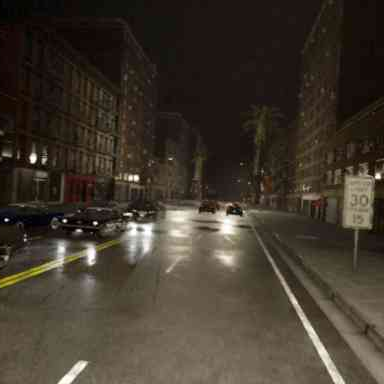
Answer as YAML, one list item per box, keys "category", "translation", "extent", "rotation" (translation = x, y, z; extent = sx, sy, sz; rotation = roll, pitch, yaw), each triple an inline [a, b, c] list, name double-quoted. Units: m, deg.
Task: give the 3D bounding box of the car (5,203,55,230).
- category: "car"
  translation: [-8.107, 1.228, 15.964]
  extent: [1.895, 1.301, 4.718]
  rotation: [4, 0, 7]

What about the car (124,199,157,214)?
- category: "car"
  translation: [-5.415, 1.486, 35.986]
  extent: [2.033, 1.411, 5.357]
  rotation: [4, 0, 8]

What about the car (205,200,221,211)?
- category: "car"
  translation: [3.291, 2.052, 51.362]
  extent: [1.882, 1.535, 5.008]
  rotation: [4, 0, 8]

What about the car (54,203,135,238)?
- category: "car"
  translation: [-4.708, 1.447, 16.910]
  extent: [1.895, 1.301, 4.718]
  rotation: [4, 0, 8]

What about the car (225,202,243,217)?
- category: "car"
  translation: [5.010, 2.172, 39.413]
  extent: [1.994, 1.385, 4.181]
  rotation: [4, 0, 7]

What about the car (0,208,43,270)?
- category: "car"
  translation: [-5.948, 1.240, 7.404]
  extent: [2.033, 1.411, 5.357]
  rotation: [4, 0, 9]

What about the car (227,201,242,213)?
- category: "car"
  translation: [6.326, 2.229, 49.445]
  extent: [1.882, 1.535, 5.008]
  rotation: [4, 0, 8]

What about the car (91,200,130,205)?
- category: "car"
  translation: [-6.832, 1.326, 25.559]
  extent: [2.033, 1.411, 5.357]
  rotation: [4, 0, 8]

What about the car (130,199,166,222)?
- category: "car"
  translation: [-3.355, 1.497, 27.058]
  extent: [2.128, 1.511, 4.902]
  rotation: [4, 0, 8]

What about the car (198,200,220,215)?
- category: "car"
  translation: [1.959, 1.907, 41.129]
  extent: [1.882, 1.535, 5.008]
  rotation: [4, 0, 8]
